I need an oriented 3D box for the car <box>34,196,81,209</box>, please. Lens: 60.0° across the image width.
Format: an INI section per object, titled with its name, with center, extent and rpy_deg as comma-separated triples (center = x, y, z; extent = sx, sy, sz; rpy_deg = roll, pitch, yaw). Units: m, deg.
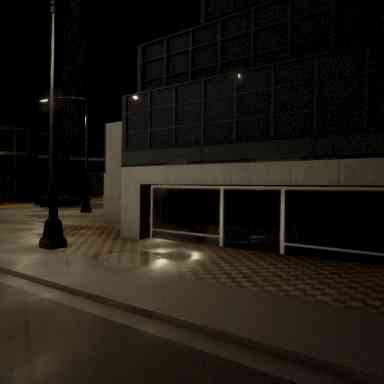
[car]
center = -14.689, 1.126, 36.579
extent = 1.895, 1.301, 4.718
rpy_deg = 1, 1, 36
